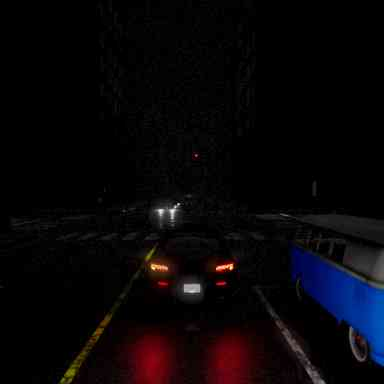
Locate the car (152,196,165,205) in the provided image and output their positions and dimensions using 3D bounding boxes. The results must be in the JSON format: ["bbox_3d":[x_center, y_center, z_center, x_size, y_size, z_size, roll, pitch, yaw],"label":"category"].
[{"bbox_3d":[-6.092,1.531,61.114,2.008,1.369,4.403,0,0,-1],"label":"car"}]

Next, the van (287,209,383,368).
[{"bbox_3d":[2.855,1.341,5.463,1.690,1.788,3.998,0,0,0],"label":"van"}]

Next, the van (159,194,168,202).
[{"bbox_3d":[-6.241,1.312,72.164,1.690,1.788,3.998,0,0,-1],"label":"van"}]

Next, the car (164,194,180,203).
[{"bbox_3d":[-3.424,1.549,54.921,1.994,1.385,4.181,0,0,-1],"label":"car"}]

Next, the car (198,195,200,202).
[{"bbox_3d":[2.508,1.535,55.703,2.008,1.369,4.403,0,0,-1],"label":"car"}]

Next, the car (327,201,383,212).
[{"bbox_3d":[14.609,1.517,28.845,4.674,1.442,1.812,0,0,-3],"label":"car"}]

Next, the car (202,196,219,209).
[{"bbox_3d":[2.655,1.516,44.822,1.752,1.417,4.829,0,0,-1],"label":"car"}]

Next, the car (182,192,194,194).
[{"bbox_3d":[-0.734,1.076,84.209,2.150,2.045,5.566,0,0,-1],"label":"car"}]

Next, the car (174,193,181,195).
[{"bbox_3d":[-3.533,1.500,67.976,1.812,1.442,4.674,0,0,0],"label":"car"}]

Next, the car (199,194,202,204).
[{"bbox_3d":[2.582,1.428,50.177,1.967,1.590,4.097,0,0,-1],"label":"car"}]

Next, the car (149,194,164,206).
[{"bbox_3d":[-6.017,1.299,55.588,2.192,1.841,5.009,0,0,-1],"label":"car"}]

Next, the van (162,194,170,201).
[{"bbox_3d":[-6.388,1.299,83.214,1.690,1.788,3.998,0,0,-1],"label":"van"}]

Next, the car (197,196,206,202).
[{"bbox_3d":[2.209,1.546,77.805,1.802,1.307,4.206,0,0,-1],"label":"car"}]

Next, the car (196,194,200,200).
[{"bbox_3d":[2.358,1.520,66.755,1.887,1.381,4.507,0,0,-1],"label":"car"}]

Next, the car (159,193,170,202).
[{"bbox_3d":[-6.316,1.279,77.690,2.192,1.841,5.009,0,0,-1],"label":"car"}]

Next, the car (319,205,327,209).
[{"bbox_3d":[14.424,1.583,32.096,4.718,1.301,1.895,0,0,2],"label":"car"}]

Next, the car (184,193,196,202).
[{"bbox_3d":[-0.600,1.561,74.209,1.895,1.301,4.718,0,0,-1],"label":"car"}]

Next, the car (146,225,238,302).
[{"bbox_3d":[0.001,1.525,8.141,1.812,1.442,4.674,0,0,0],"label":"car"}]

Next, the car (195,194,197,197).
[{"bbox_3d":[2.284,1.521,72.279,2.008,1.369,4.403,0,0,-1],"label":"car"}]

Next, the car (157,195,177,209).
[{"bbox_3d":[-3.309,1.495,45.061,1.837,1.490,4.892,0,0,-2],"label":"car"}]
